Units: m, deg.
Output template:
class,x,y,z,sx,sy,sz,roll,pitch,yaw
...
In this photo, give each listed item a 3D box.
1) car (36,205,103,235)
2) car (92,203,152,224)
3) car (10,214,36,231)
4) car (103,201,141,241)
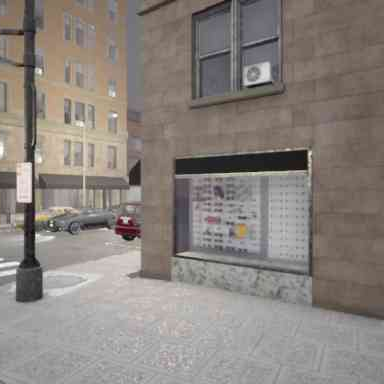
class,x,y,z,sx,sy,sz,roll,pitch,yaw
car,-6.198,1.557,18.990,1.994,1.385,4.181,0,0,35
car,-5.195,1.548,25.301,1.947,1.339,4.313,0,0,35
car,-8.503,1.519,20.505,1.752,1.417,4.829,0,0,35
car,-1.403,1.306,15.781,2.192,1.841,5.009,0,0,35
